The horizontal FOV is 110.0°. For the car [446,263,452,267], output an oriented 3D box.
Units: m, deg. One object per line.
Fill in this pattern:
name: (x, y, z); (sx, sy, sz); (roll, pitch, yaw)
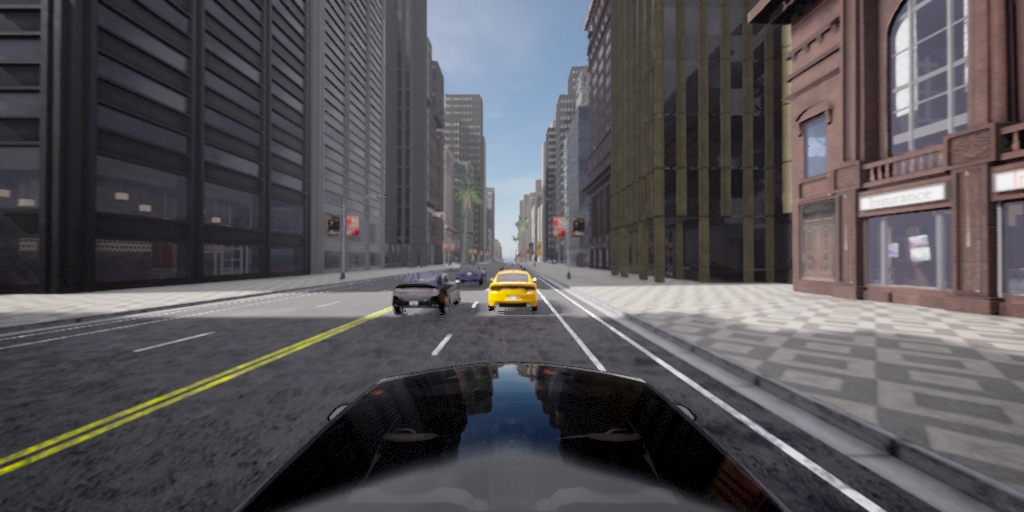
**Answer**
car: (-9.810, 1.844, 59.377); (1.812, 1.442, 4.674); (0, -1, 0)

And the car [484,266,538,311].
car: (0.052, 1.362, 15.337); (1.882, 1.535, 5.008); (0, 0, 0)

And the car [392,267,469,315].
car: (-3.206, 1.365, 14.203); (2.128, 1.511, 4.902); (0, -1, 1)

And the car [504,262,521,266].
car: (0.043, 1.371, 29.122); (2.097, 1.767, 4.553); (0, -1, 0)

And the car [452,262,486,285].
car: (-3.208, 1.371, 29.131); (2.097, 1.767, 4.553); (0, -1, 0)
